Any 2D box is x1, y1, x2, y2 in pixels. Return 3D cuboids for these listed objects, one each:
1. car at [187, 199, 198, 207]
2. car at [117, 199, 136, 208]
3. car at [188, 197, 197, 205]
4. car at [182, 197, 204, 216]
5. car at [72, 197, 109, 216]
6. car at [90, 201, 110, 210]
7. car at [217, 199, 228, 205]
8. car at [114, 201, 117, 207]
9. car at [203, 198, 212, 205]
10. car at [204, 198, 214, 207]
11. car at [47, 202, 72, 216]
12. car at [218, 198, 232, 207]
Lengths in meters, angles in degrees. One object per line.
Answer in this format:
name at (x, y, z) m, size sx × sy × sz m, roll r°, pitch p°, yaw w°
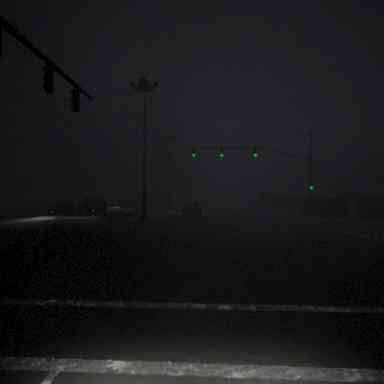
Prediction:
car at (0.087, 2.280, 68.684) m, size 2.128 × 1.511 × 4.902 m, roll 0°, pitch -1°, yaw 0°
car at (-11.477, 2.024, 59.871) m, size 2.097 × 1.767 × 4.553 m, roll 0°, pitch 0°, yaw 1°
car at (0.155, 2.090, 79.073) m, size 2.097 × 1.767 × 4.553 m, roll 0°, pitch -1°, yaw 0°
car at (0.003, 1.778, 37.782) m, size 2.097 × 1.767 × 4.553 m, roll 0°, pitch -1°, yaw 0°
car at (-11.585, 1.657, 38.773) m, size 2.150 × 2.045 × 5.566 m, roll 0°, pitch -1°, yaw 1°
car at (-15.040, 2.177, 54.500) m, size 1.994 × 1.385 × 4.181 m, roll 0°, pitch -1°, yaw 1°
car at (7.156, 2.275, 79.059) m, size 2.033 × 1.411 × 5.357 m, roll 0°, pitch -1°, yaw 0°
car at (-14.909, 2.299, 69.318) m, size 2.128 × 1.511 × 4.902 m, roll 0°, pitch -1°, yaw 0°
car at (3.656, 2.260, 79.080) m, size 2.128 × 1.511 × 4.902 m, roll 0°, pitch -1°, yaw 0°
car at (3.587, 2.363, 68.773) m, size 1.895 × 1.301 × 4.718 m, roll 0°, pitch -1°, yaw 0°
car at (-15.083, 1.925, 38.457) m, size 2.128 × 1.511 × 4.902 m, roll 0°, pitch -1°, yaw 0°
car at (7.090, 2.124, 69.109) m, size 2.097 × 1.767 × 4.553 m, roll 0°, pitch -1°, yaw 0°
